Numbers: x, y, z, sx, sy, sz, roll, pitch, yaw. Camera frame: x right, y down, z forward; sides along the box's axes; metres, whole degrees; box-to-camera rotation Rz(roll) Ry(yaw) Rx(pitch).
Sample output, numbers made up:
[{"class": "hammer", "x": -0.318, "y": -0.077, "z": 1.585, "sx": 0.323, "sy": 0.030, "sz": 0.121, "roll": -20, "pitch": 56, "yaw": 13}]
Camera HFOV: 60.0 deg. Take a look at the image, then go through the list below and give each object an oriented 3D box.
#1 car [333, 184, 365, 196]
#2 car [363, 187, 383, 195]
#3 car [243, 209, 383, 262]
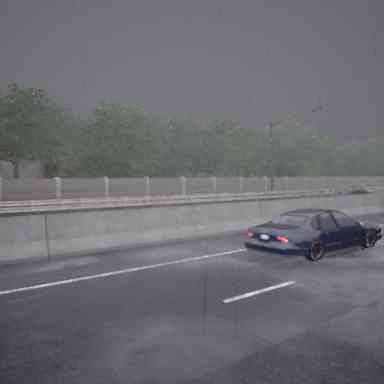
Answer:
[{"class": "car", "x": 21.306, "y": -0.050, "z": 44.674, "sx": 5.566, "sy": 2.045, "sz": 2.150, "roll": -2, "pitch": 1, "yaw": -35}, {"class": "car", "x": 24.273, "y": 0.263, "z": 42.478, "sx": 4.181, "sy": 1.385, "sz": 1.994, "roll": -2, "pitch": 1, "yaw": -35}, {"class": "car", "x": 4.141, "y": 1.266, "z": 10.975, "sx": 5.357, "sy": 1.411, "sz": 2.033, "roll": -2, "pitch": 1, "yaw": -35}]
